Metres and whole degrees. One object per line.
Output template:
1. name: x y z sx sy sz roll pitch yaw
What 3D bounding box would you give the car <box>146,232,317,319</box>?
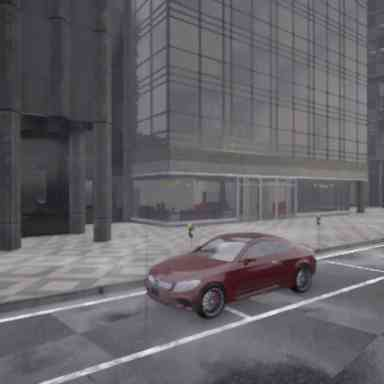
1. car: 1.040 1.571 7.270 4.206 1.307 1.802 0 0 -35
